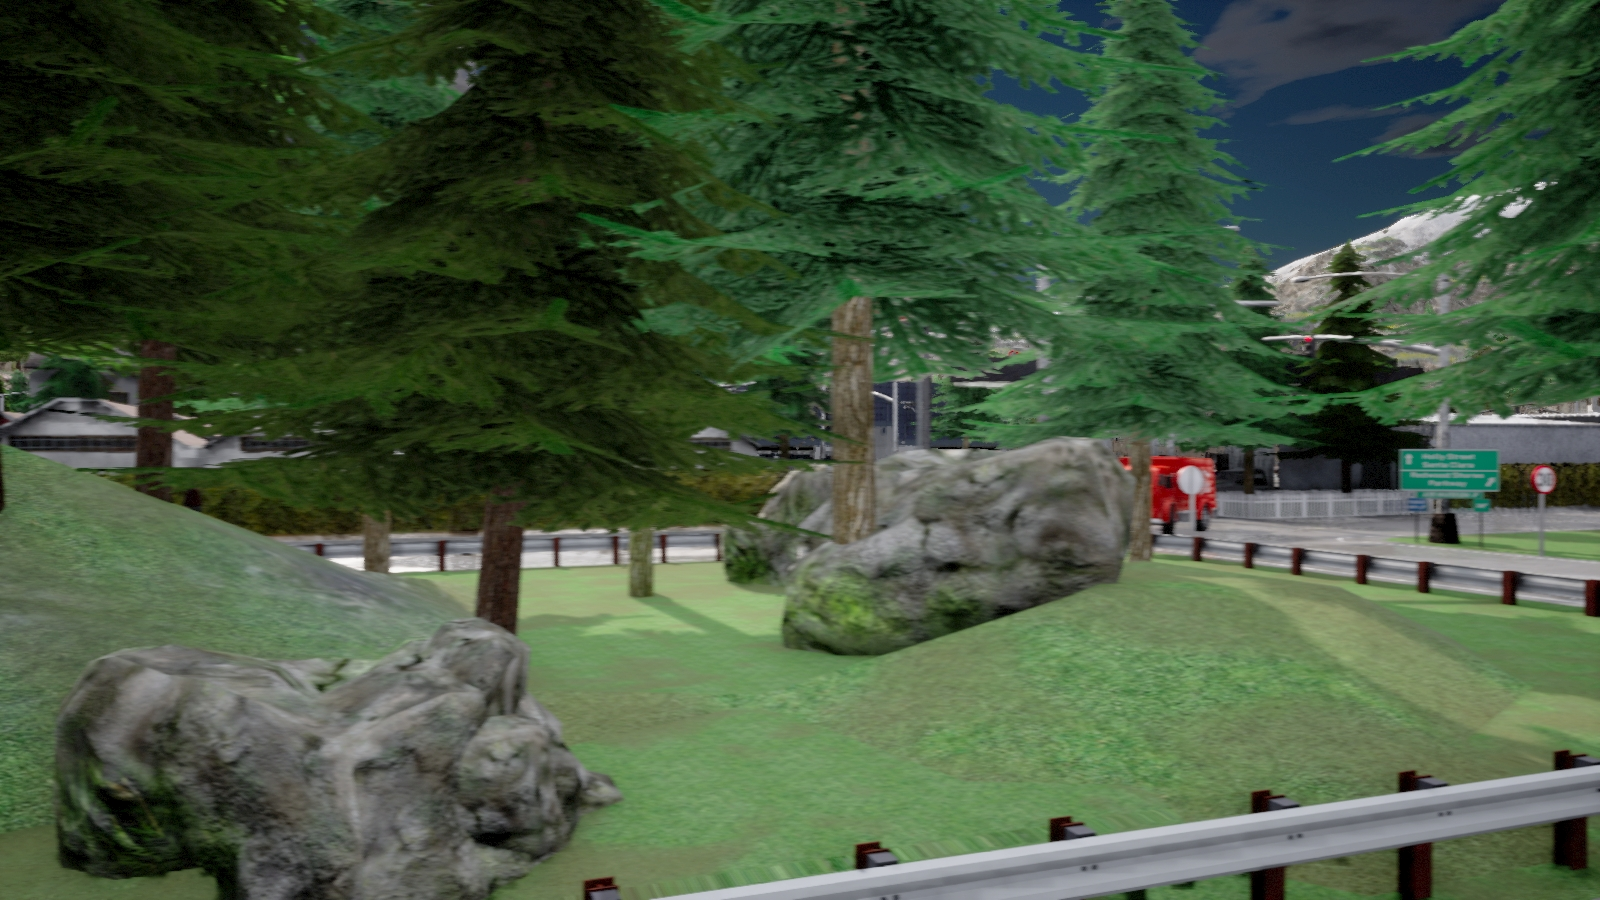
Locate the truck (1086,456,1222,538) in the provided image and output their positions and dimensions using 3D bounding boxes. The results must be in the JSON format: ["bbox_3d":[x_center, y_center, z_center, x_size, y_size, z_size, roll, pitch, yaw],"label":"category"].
[{"bbox_3d":[11.693,1.451,37.497,2.627,2.467,5.204,0,0,37],"label":"truck"}]
